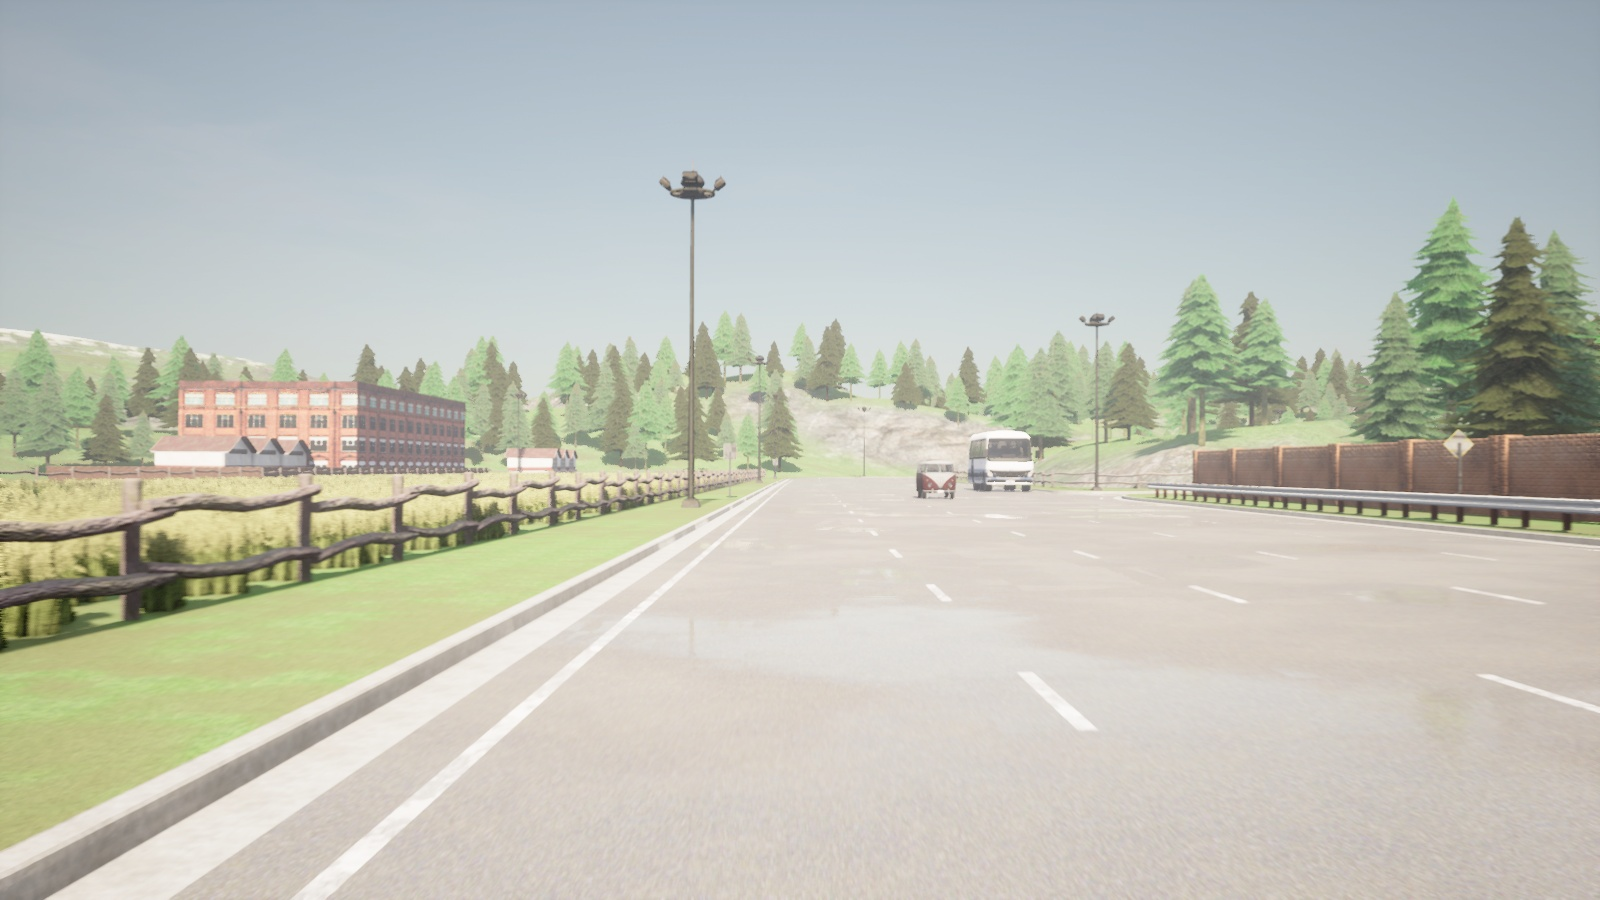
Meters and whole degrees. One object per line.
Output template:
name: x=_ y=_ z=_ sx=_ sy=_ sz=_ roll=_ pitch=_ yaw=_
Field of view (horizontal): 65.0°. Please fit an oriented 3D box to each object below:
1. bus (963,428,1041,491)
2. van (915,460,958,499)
bus: x=14.254 y=0.718 z=89.535 sx=3.944 sy=4.253 sz=10.273 roll=0 pitch=-1 yaw=0
van: x=7.178 y=1.530 z=66.409 sx=1.775 sy=1.987 sz=4.442 roll=0 pitch=-1 yaw=0
